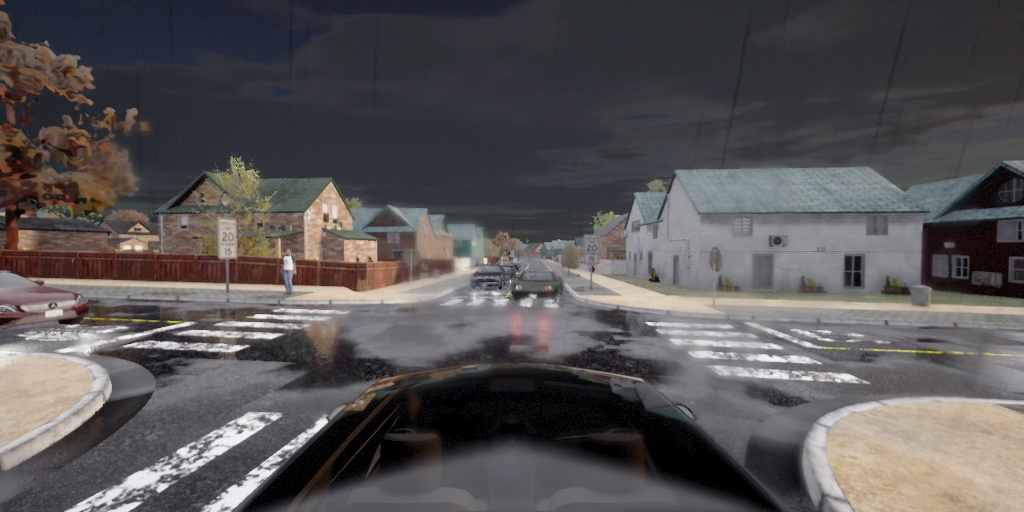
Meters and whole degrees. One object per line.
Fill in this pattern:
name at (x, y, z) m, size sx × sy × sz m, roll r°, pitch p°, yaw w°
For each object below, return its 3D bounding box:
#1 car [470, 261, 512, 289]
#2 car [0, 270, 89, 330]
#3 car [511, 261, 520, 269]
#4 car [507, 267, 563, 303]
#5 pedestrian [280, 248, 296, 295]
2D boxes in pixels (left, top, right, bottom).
car at (-1.348, 1.261, 22.831) m, size 2.033 × 1.411 × 5.357 m, roll 0°, pitch 0°, yaw 4°
car at (-13.062, 1.036, 8.604) m, size 4.674 × 1.442 × 1.812 m, roll 1°, pitch 1°, yaw 5°
car at (-0.697, 1.187, 32.590) m, size 2.128 × 1.511 × 4.902 m, roll 0°, pitch 0°, yaw 4°
car at (1.305, 1.319, 16.455) m, size 1.895 × 1.301 × 4.718 m, roll 0°, pitch 0°, yaw 12°
pedestrian at (-8.777, 0.591, 14.121) m, size 0.375 × 1.860 × 0.375 m, roll 0°, pitch 0°, yaw 5°
